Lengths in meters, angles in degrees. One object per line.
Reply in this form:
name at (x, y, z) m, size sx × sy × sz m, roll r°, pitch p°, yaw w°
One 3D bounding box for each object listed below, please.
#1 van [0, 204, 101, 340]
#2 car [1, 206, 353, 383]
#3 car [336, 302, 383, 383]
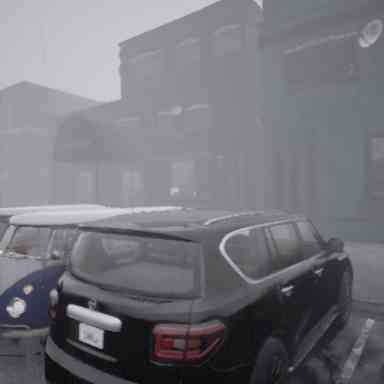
van at (-1.601, 1.304, 6.358) m, size 1.878 × 1.987 × 4.442 m, roll -1°, pitch 0°, yaw 36°
car at (0.745, 1.250, 4.860) m, size 2.435 × 2.045 × 5.566 m, roll -1°, pitch 0°, yaw 36°
car at (2.991, 1.513, 3.217) m, size 2.002 × 1.452 × 4.674 m, roll -1°, pitch 0°, yaw 36°
